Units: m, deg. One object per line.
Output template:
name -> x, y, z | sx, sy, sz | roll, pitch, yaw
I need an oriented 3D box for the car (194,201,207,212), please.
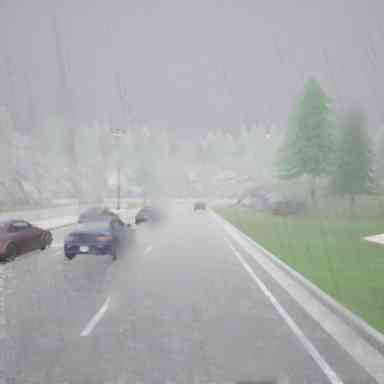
car -> 1.216, 2.083, 48.692 | 1.837, 1.490, 4.892 | 0, -1, 0

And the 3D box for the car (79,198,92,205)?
car -> -24.832, 2.142, 76.577 | 2.097, 1.767, 4.553 | 0, -1, -13

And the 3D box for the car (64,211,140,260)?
car -> -3.451, 1.681, 13.014 | 1.812, 1.442, 4.674 | 0, 0, 0

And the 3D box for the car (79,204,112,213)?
car -> -6.978, 1.846, 25.134 | 2.033, 1.411, 5.357 | 0, -1, 1

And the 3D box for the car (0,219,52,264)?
car -> -6.954, 1.714, 12.501 | 1.994, 1.385, 4.181 | 0, -1, 1

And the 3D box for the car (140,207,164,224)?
car -> -3.457, 1.892, 27.571 | 1.994, 1.385, 4.181 | 0, -1, 0
